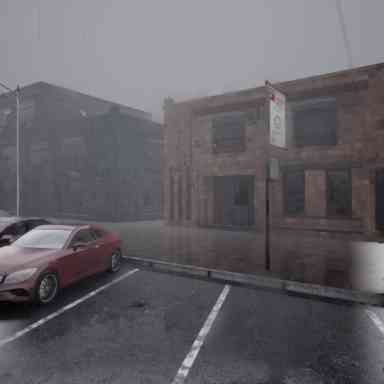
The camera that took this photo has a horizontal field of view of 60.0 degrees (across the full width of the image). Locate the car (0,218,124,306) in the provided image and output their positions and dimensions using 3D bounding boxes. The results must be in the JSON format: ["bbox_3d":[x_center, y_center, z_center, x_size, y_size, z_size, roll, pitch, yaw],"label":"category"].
[{"bbox_3d":[-3.310,1.528,8.308,2.002,1.452,4.674,1,-1,15],"label":"car"}]

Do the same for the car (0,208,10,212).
[{"bbox_3d":[-8.245,1.368,11.743,2.185,1.767,4.553,0,-1,15],"label":"car"}]

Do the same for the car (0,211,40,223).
[{"bbox_3d":[-5.792,1.519,9.979,2.163,1.488,4.792,0,-1,15],"label":"car"}]
